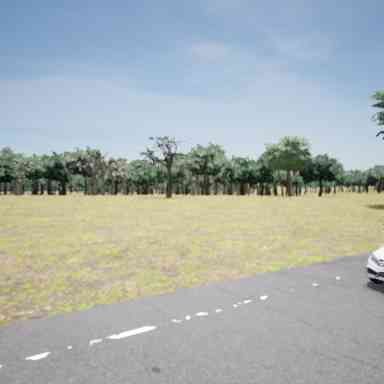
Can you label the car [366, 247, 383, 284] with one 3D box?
[{"bbox_3d":[6.370,1.565,8.537,4.674,1.442,1.812,0,0,-36],"label":"car"}]
